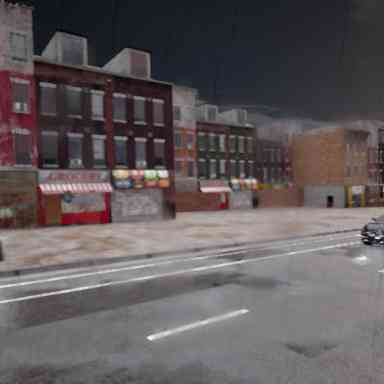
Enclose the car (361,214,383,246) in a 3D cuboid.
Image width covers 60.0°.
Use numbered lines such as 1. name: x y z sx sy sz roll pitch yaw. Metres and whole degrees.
1. car: 9.097 1.501 14.166 4.892 1.490 1.837 0 0 -35
